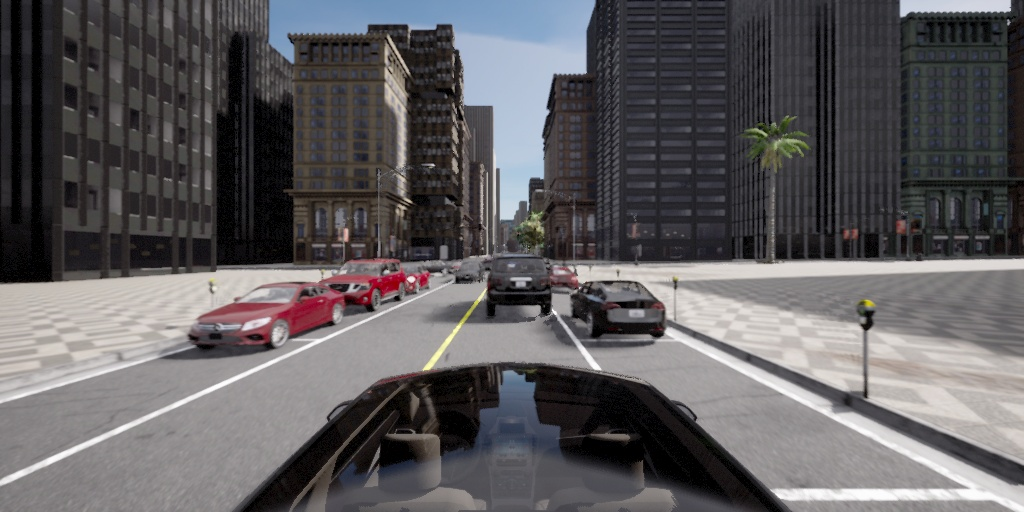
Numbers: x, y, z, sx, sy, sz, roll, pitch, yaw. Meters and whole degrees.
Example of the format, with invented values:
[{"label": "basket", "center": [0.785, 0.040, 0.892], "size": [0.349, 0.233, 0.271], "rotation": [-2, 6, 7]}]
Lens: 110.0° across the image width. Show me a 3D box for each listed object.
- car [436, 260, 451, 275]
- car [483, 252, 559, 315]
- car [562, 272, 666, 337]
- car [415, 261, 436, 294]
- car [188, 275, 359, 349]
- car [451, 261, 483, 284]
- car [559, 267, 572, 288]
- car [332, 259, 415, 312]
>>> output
[{"label": "car", "center": [-7.484, 1.074, 33.087], "size": [4.403, 1.370, 2.007], "rotation": [0, 0, -9]}, {"label": "car", "center": [0.150, 0.958, 13.661], "size": [2.150, 2.045, 5.566], "rotation": [0, 0, -3]}, {"label": "car", "center": [2.765, 1.307, 10.030], "size": [1.948, 1.339, 4.313], "rotation": [0, 0, 0]}, {"label": "car", "center": [-5.758, 1.165, 19.675], "size": [1.967, 1.591, 4.097], "rotation": [0, 0, 0]}, {"label": "car", "center": [-5.761, 1.325, 9.072], "size": [1.802, 1.307, 4.207], "rotation": [0, 0, 0]}, {"label": "car", "center": [-3.091, 1.211, 26.924], "size": [1.837, 1.490, 4.892], "rotation": [0, 0, 0]}, {"label": "car", "center": [2.767, 1.305, 20.830], "size": [1.802, 1.307, 4.207], "rotation": [0, 0, 0]}, {"label": "car", "center": [-5.760, 1.051, 14.373], "size": [2.192, 1.841, 5.009], "rotation": [0, 0, 0]}]
